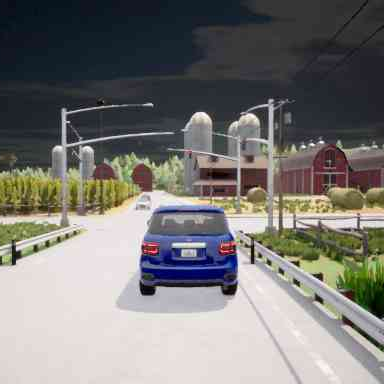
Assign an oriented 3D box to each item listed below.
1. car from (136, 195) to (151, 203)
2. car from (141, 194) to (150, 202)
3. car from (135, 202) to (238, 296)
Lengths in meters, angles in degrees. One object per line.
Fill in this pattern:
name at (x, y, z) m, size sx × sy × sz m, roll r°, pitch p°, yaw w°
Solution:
car at (-6.407, 1.531, 43.820) m, size 1.812 × 1.442 × 4.674 m, roll 0°, pitch 1°, yaw -7°
car at (-9.250, 1.179, 66.625) m, size 1.812 × 1.442 × 4.674 m, roll 0°, pitch 1°, yaw -7°
car at (-0.110, 1.370, 9.166) m, size 2.150 × 2.045 × 5.566 m, roll 0°, pitch -2°, yaw -1°
